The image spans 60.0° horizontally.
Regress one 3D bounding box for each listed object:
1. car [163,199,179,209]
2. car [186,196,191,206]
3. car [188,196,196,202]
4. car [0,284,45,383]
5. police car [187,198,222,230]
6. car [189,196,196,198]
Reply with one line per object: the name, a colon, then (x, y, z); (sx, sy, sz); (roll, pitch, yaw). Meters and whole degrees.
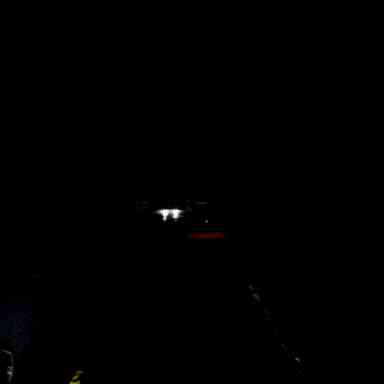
car: (-2.832, 1.641, 44.928); (1.895, 1.301, 4.718); (0, 0, 0)
car: (0.008, 1.550, 54.785); (2.128, 1.511, 4.902); (0, 0, 0)
car: (0.011, 1.567, 77.674); (1.895, 1.301, 4.718); (0, 0, 0)
car: (-2.851, 1.547, 2.061); (2.033, 1.411, 5.357); (0, 0, 0)
police car: (0.828, 1.436, 21.230); (1.930, 1.638, 5.238); (0, 0, 0)
car: (0.830, 1.534, 37.120); (1.837, 1.490, 4.892); (0, 0, 0)
